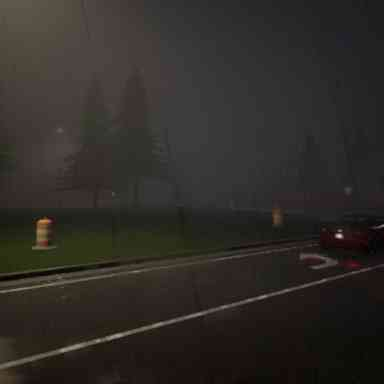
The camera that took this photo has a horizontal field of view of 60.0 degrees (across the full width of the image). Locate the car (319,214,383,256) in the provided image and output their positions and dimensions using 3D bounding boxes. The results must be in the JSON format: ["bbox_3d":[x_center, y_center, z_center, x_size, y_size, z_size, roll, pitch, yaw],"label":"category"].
[{"bbox_3d":[6.912,1.560,13.246,4.181,1.385,1.994,0,0,-38],"label":"car"}]
